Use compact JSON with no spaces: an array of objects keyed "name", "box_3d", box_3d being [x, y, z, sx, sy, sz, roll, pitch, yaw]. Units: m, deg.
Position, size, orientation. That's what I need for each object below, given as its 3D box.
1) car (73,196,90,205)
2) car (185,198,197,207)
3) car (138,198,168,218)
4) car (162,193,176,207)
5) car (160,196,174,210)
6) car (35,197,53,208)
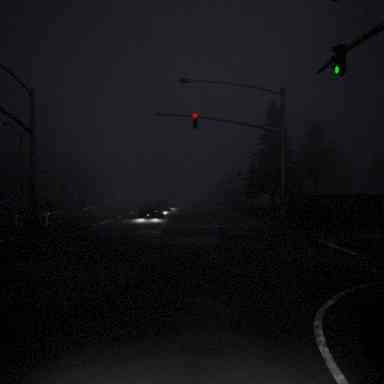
[{"name":"car","box_3d":[-17.597,1.372,52.990,1.845,1.501,3.633,0,0,0]},{"name":"car","box_3d":[-0.137,1.599,51.214,1.895,1.301,4.718,0,0,0]},{"name":"car","box_3d":[-3.682,1.546,30.561,2.033,1.411,5.357,0,0,0]},{"name":"car","box_3d":[-3.678,1.220,51.019,2.150,2.045,5.566,0,0,-2]},{"name":"car","box_3d":[-3.703,1.546,40.749,2.033,1.411,5.357,0,0,0]},{"name":"car","box_3d":[-20.631,1.383,45.590,1.970,1.475,3.806,0,0,0]}]
